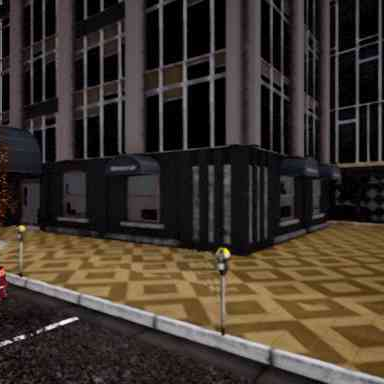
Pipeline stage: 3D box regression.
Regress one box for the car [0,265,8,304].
[{"bbox_3d":[-5.274,1.588,6.637,4.206,1.307,1.802,0,0,36],"label":"car"}]
